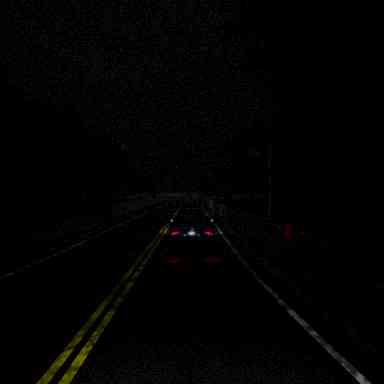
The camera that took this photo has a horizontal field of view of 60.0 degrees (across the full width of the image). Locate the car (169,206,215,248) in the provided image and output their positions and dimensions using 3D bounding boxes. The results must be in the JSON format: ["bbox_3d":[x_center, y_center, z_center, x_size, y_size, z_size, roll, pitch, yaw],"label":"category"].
[{"bbox_3d":[-0.010,1.563,14.661,2.033,1.411,5.357,0,0,0],"label":"car"}]

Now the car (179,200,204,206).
[{"bbox_3d":[-0.042,1.518,29.662,1.837,1.490,4.892,0,0,0],"label":"car"}]
